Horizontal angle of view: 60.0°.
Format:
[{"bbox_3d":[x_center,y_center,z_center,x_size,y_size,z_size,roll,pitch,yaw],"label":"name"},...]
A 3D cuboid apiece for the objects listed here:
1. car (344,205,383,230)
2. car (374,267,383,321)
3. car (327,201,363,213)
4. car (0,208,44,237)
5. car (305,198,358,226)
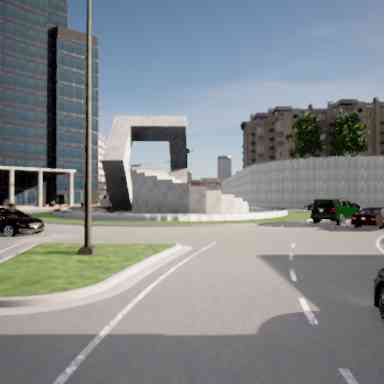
[{"bbox_3d":[13.065,1.817,23.505,5.357,1.411,2.033,1,-1,-43],"label":"car"},{"bbox_3d":[4.074,1.542,4.166,2.128,1.511,4.902,0,-1,6],"label":"car"},{"bbox_3d":[20.826,2.012,45.640,2.128,1.511,4.902,0,-1,-9],"label":"car"},{"bbox_3d":[-10.804,1.711,19.346,4.892,1.490,1.837,0,0,25],"label":"car"},{"bbox_3d":[11.615,1.527,26.830,5.566,2.045,2.150,1,-1,-45],"label":"car"}]
